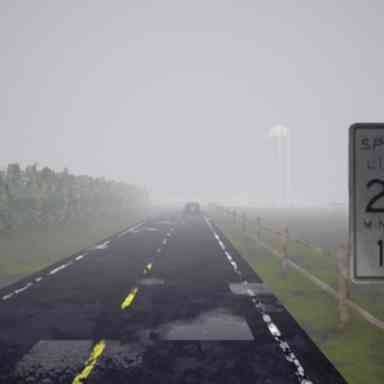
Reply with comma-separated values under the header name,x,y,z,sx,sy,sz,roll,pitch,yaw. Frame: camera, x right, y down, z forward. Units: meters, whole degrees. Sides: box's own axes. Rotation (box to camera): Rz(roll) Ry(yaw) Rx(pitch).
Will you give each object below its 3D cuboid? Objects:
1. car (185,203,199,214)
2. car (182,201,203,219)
name,x,y,z,sx,sy,sz,roll,pitch,yaw
car,0.029,2.205,45.953,1.895,1.301,4.718,0,-1,0
car,0.074,1.801,34.624,2.097,1.767,4.553,0,-1,0
